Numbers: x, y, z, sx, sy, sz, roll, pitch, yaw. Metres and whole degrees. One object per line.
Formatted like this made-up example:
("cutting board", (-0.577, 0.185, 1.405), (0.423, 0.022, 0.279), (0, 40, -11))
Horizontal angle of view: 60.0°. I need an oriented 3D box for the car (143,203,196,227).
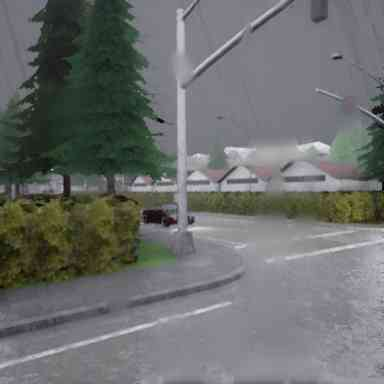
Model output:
("car", (-1.596, 1.459, 21.663), (1.994, 1.385, 4.181), (-1, 0, -36))
